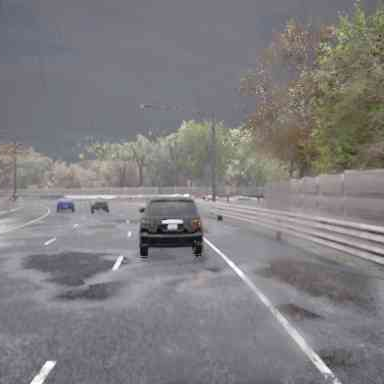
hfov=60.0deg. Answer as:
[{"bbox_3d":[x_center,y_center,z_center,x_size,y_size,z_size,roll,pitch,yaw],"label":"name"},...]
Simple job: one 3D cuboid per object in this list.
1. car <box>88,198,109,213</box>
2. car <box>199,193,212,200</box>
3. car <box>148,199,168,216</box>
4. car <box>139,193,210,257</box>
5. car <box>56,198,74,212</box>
[{"bbox_3d":[-10.489,1.486,37.483,1.837,1.490,4.892,0,0,-20],"label":"car"},{"bbox_3d":[1.489,1.117,55.783,2.150,2.045,5.566,-1,0,28],"label":"car"},{"bbox_3d":[-3.363,1.482,33.482,1.812,1.442,4.674,0,0,-4],"label":"car"},{"bbox_3d":[-0.891,1.199,13.076,2.150,2.045,5.566,0,0,-6],"label":"car"},{"bbox_3d":[-15.100,1.475,39.665,1.882,1.535,5.008,0,0,-22],"label":"car"}]
